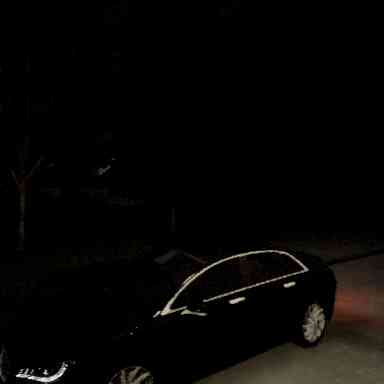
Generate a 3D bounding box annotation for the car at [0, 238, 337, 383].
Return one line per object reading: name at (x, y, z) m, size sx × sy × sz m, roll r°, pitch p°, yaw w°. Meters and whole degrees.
car at (0.081, 1.490, 4.666) m, size 4.892 × 1.490 × 1.837 m, roll -1°, pitch 0°, yaw -36°
